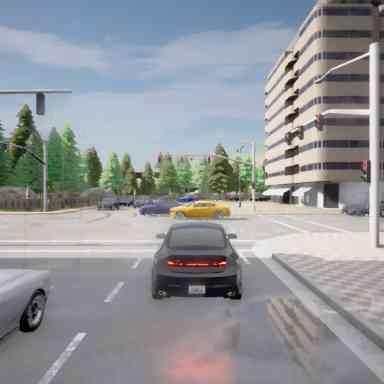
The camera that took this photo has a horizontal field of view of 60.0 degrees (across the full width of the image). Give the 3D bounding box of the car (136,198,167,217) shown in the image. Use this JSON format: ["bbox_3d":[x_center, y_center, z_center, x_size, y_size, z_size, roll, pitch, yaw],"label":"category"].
[{"bbox_3d":[-2.549,1.549,30.993,4.674,1.442,1.812,0,0,0],"label":"car"}]

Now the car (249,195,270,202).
[{"bbox_3d":[15.183,1.595,74.838,4.718,1.301,1.895,0,0,-33],"label":"car"}]

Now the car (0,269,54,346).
[{"bbox_3d":[-3.426,1.601,3.869,1.895,1.301,4.718,0,0,0],"label":"car"}]

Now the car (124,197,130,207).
[{"bbox_3d":[-9.961,1.547,51.367,2.033,1.411,5.357,0,0,6],"label":"car"}]

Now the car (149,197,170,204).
[{"bbox_3d":[-6.297,1.601,65.115,1.895,1.301,4.718,0,0,24],"label":"car"}]

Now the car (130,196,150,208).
[{"bbox_3d":[-6.757,1.352,46.477,2.097,1.767,4.553,0,0,3],"label":"car"}]

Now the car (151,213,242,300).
[{"bbox_3d":[0.116,1.505,8.390,1.837,1.490,4.892,0,0,1],"label":"car"}]

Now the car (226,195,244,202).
[{"bbox_3d":[9.710,1.478,75.109,5.008,1.535,1.882,0,0,-41],"label":"car"}]

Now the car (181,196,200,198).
[{"bbox_3d":[-1.032,1.478,67.712,1.882,1.535,5.008,0,0,31],"label":"car"}]

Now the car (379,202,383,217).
[{"bbox_3d":[18.330,1.560,27.574,4.892,1.490,1.837,0,0,0],"label":"car"}]

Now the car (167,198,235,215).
[{"bbox_3d":[0.702,1.490,27.508,5.008,1.535,1.882,0,0,0],"label":"car"}]

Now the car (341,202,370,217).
[{"bbox_3d":[16.946,1.603,31.070,5.357,1.411,2.033,0,0,0],"label":"car"}]

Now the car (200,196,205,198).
[{"bbox_3d":[0.998,1.540,76.392,2.033,1.411,5.357,0,0,42],"label":"car"}]

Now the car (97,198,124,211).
[{"bbox_3d":[-10.399,1.505,41.671,1.837,1.490,4.892,0,0,2],"label":"car"}]

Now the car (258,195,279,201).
[{"bbox_3d":[18.507,1.500,80.625,4.892,1.490,1.837,0,0,-22],"label":"car"}]
